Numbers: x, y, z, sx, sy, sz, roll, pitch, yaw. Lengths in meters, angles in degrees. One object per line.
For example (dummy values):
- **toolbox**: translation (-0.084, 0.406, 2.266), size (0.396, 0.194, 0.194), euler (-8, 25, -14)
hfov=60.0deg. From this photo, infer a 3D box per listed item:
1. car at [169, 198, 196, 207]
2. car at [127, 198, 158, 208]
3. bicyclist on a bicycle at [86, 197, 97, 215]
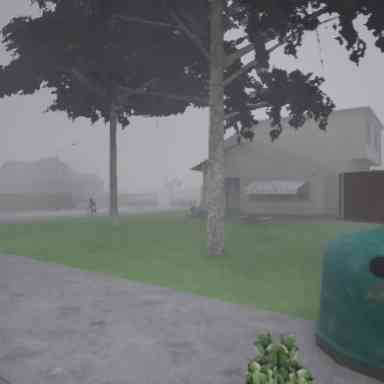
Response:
- **car**: translation (-1.294, 1.580, 50.033), size (1.895, 1.301, 4.718), euler (0, 0, 36)
- **car**: translation (-7.237, 1.577, 48.670), size (1.895, 1.301, 4.718), euler (0, 0, 36)
- **bicyclist on a bicycle**: translation (-9.464, 1.331, 31.243), size (1.656, 1.620, 0.582), euler (0, 0, 36)
